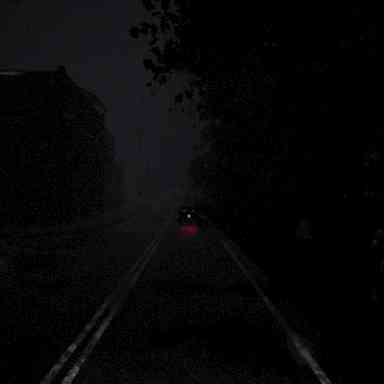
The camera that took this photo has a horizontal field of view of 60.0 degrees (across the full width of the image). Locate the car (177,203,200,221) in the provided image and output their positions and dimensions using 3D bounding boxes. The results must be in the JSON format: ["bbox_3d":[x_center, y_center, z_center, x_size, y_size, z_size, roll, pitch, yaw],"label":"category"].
[{"bbox_3d":[-0.312,1.785,30.404,1.837,1.490,4.892,0,0,-1],"label":"car"}]
